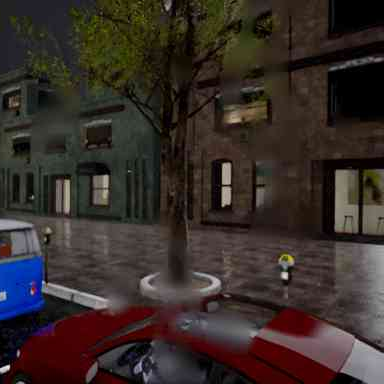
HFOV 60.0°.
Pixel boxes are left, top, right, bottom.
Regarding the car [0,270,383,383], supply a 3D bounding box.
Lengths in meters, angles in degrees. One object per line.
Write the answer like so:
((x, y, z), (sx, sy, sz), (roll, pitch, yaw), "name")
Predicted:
((0.122, 1.580, 2.787), (4.206, 1.307, 1.802), (0, 1, 36), "car")

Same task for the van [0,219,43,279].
((-4.390, 1.331, 6.016), (3.998, 1.788, 1.690), (0, 1, 36), "van")
